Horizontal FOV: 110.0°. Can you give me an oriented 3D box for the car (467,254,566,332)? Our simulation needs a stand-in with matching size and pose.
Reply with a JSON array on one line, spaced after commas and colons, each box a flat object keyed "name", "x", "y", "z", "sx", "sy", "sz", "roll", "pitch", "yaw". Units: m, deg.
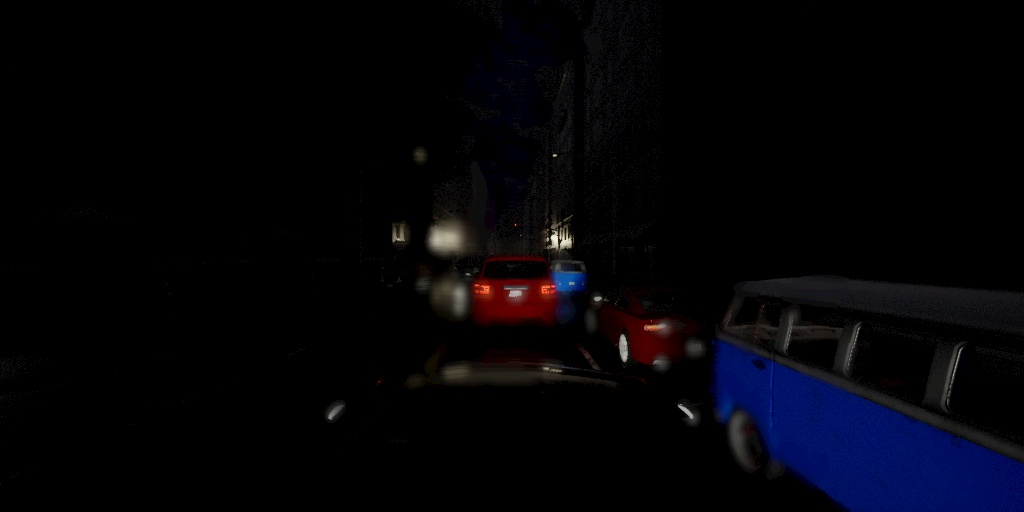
[{"name": "car", "x": 0.118, "y": 0.970, "z": 11.016, "sx": 2.150, "sy": 2.045, "sz": 5.566, "roll": 0, "pitch": 0, "yaw": 0}]

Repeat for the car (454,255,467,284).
[{"name": "car", "x": -2.969, "y": 0.965, "z": 27.551, "sx": 2.150, "sy": 2.045, "sz": 5.566, "roll": 0, "pitch": 0, "yaw": 1}]

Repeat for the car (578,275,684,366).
[{"name": "car", "x": 2.867, "y": 1.294, "z": 7.793, "sx": 1.888, "sy": 1.381, "sz": 4.507, "roll": 0, "pitch": 0, "yaw": 0}]

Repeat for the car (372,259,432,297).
[{"name": "car", "x": -5.636, "y": 1.059, "z": 19.090, "sx": 2.192, "sy": 1.841, "sz": 5.009, "roll": 0, "pitch": 0, "yaw": 0}]

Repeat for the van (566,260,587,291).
[{"name": "van", "x": 2.889, "y": 1.086, "z": 19.114, "sx": 1.690, "sy": 1.789, "sz": 3.998, "roll": 0, "pitch": 0, "yaw": 0}]

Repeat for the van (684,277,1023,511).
[{"name": "van", "x": 2.856, "y": 1.091, "z": 2.132, "sx": 1.690, "sy": 1.789, "sz": 3.998, "roll": 0, "pitch": 0, "yaw": 0}]
